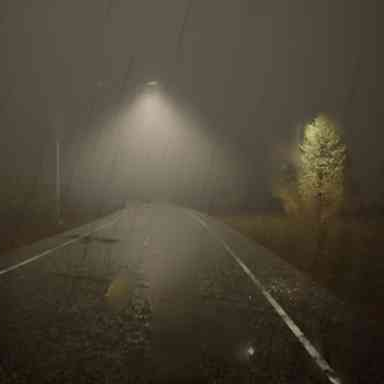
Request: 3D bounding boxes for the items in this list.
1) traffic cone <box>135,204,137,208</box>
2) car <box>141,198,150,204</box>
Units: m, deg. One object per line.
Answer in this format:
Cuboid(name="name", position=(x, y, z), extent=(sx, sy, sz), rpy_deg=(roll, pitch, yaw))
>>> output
Cuboid(name="traffic cone", position=(-7.383, 2.156, 41.666), extent=(0.340, 0.580, 0.340), rpy_deg=(0, 0, -7))
Cuboid(name="car", position=(-11.177, 2.177, 80.553), extent=(1.895, 1.301, 4.718), rpy_deg=(0, -1, -13))
